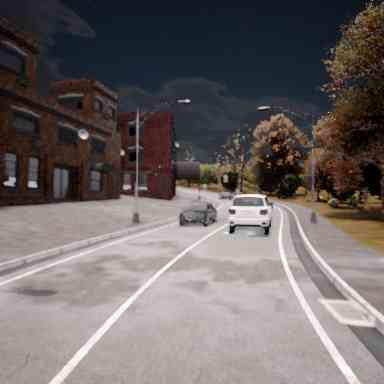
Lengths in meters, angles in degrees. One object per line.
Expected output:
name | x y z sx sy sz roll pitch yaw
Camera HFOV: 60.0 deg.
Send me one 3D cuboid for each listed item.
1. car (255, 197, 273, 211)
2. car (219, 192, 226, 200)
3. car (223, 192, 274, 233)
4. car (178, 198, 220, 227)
car | 8.179 1.349 38.013 1.895 1.301 4.718 0 1 11
car | 6.340 0.698 63.162 1.882 1.535 5.008 1 2 -3
car | 3.483 1.158 19.335 2.150 2.045 5.566 0 0 15
car | 0.488 1.430 22.614 1.837 1.490 4.892 0 0 15
